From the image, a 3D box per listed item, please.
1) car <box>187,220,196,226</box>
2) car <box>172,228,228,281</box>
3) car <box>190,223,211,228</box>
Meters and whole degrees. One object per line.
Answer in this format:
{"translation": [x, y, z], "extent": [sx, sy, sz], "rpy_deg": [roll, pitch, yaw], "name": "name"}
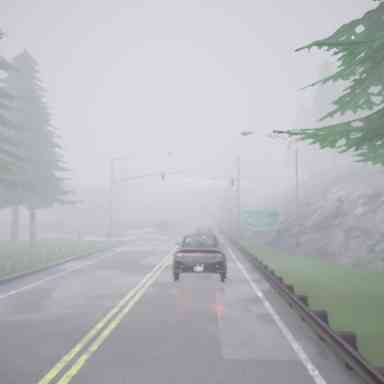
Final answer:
{"translation": [-0.168, 7.542, 81.346], "extent": [1.882, 1.535, 5.008], "rpy_deg": [0, -4, 3], "name": "car"}
{"translation": [0.343, 2.384, 12.880], "extent": [2.128, 1.511, 4.902], "rpy_deg": [0, -4, 3], "name": "car"}
{"translation": [0.994, 3.590, 27.845], "extent": [1.994, 1.385, 4.181], "rpy_deg": [0, -4, 3], "name": "car"}
